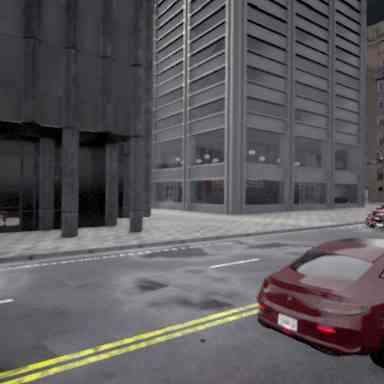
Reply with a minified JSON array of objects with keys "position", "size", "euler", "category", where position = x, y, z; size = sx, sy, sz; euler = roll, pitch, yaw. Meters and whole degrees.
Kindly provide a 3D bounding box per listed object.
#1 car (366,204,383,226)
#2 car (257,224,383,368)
[{"position":[12.855,1.346,20.775],"size":[4.553,1.767,2.097],"euler":[0,0,-35],"category":"car"},{"position":[3.116,1.525,5.651],"size":[4.674,1.442,1.812],"euler":[0,0,-35],"category":"car"}]
